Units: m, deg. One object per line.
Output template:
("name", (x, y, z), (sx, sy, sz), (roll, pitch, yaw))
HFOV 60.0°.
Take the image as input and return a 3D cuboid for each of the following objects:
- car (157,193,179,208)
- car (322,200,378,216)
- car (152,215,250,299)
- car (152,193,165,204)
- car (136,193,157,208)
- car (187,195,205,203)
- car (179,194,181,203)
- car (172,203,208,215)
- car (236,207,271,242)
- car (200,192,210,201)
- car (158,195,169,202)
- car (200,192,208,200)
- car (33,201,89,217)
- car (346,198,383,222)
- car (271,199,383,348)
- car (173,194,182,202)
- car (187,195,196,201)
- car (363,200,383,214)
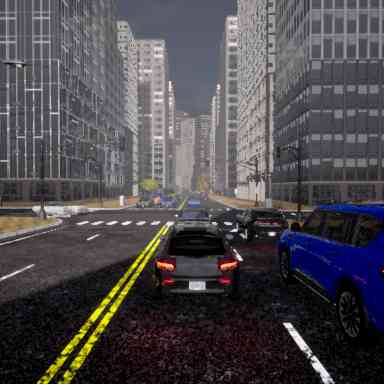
("car", (-3.391, 1.318, 47.902), (2.097, 1.767, 4.553), (0, 0, 0))
("car", (16.193, 1.616, 34.201), (4.892, 1.490, 1.837), (0, 1, 0))
("car", (0.091, 1.522, 8.290), (1.812, 1.442, 4.674), (0, 0, 0))
("car", (-6.594, 1.166, 66.020), (2.150, 2.045, 5.566), (0, 0, 1))
("car", (-6.673, 1.318, 47.853), (2.097, 1.767, 4.553), (0, 0, 1))
("car", (0.227, 1.514, 47.525), (2.033, 1.411, 5.357), (0, 0, -2))
("car", (-3.390, 1.503, 57.374), (2.033, 1.411, 5.357), (0, 0, 0))
("car", (0.085, 1.538, 17.564), (2.033, 1.411, 5.357), (0, 0, 0))
("car", (3.335, 1.496, 16.294), (1.837, 1.490, 4.892), (0, 0, 0))
("car", (3.174, 1.443, 79.610), (1.812, 1.442, 4.674), (0, 0, 0))
("car", (-6.574, 1.471, 76.500), (2.033, 1.411, 5.357), (0, 0, 0))
("car", (3.164, 0.968, 89.640), (2.150, 2.045, 5.566), (0, 0, 0))
("car", (-12.022, 1.523, 30.730), (4.718, 1.301, 1.895), (1, 1, 11))
("car", (16.174, 1.520, 28.416), (5.009, 1.841, 2.192), (1, 0, 1))
("car", (3.347, 1.218, 6.434), (2.150, 2.045, 5.566), (0, 0, 0))
("car", (-3.325, 1.285, 77.398), (2.097, 1.767, 4.553), (0, 0, 0))
("car", (-0.076, 1.479, 79.891), (1.994, 1.385, 4.181), (0, 0, 0))
("car", (21.774, 1.643, 36.707), (4.829, 1.417, 1.752), (1, 0, 1))
